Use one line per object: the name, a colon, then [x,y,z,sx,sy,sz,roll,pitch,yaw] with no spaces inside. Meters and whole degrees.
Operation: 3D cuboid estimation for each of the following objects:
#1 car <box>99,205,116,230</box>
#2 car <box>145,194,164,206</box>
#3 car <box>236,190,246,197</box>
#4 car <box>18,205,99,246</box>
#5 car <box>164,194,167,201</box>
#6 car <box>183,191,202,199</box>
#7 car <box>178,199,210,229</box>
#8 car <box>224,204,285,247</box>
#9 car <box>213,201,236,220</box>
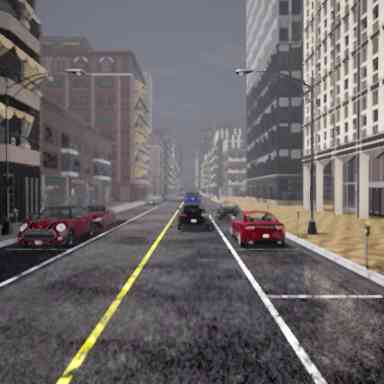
car: [-5.695,1.442,19.961,1.802,1.307,4.206,0,0,0]
car: [-5.702,1.224,48.203,2.008,1.369,4.403,0,0,0]
car: [14.674,0.459,86.730,5.009,1.841,2.192,-1,2,0]
car: [-5.694,1.339,14.311,1.967,1.590,4.097,0,0,0]
car: [-5.703,1.188,53.851,2.008,1.369,4.403,0,0,0]
car: [0.093,0.935,41.605,2.150,2.045,5.566,0,0,0]
car: [0.096,1.384,20.330,1.812,1.442,4.674,0,0,0]
car: [2.686,1.444,14.314,1.887,1.381,4.507,0,0,0]
car: [2.683,1.373,25.611,2.008,1.369,4.403,0,0,0]
